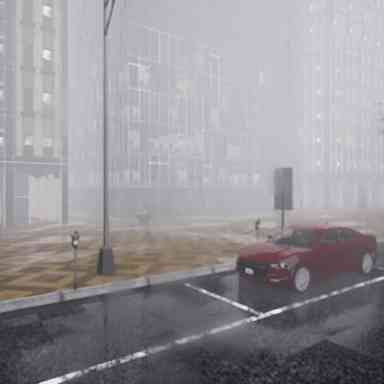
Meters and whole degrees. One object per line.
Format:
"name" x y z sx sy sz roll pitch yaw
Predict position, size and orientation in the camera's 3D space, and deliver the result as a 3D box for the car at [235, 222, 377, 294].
"car" 3.114 1.524 8.765 4.507 1.381 1.887 0 0 -35
